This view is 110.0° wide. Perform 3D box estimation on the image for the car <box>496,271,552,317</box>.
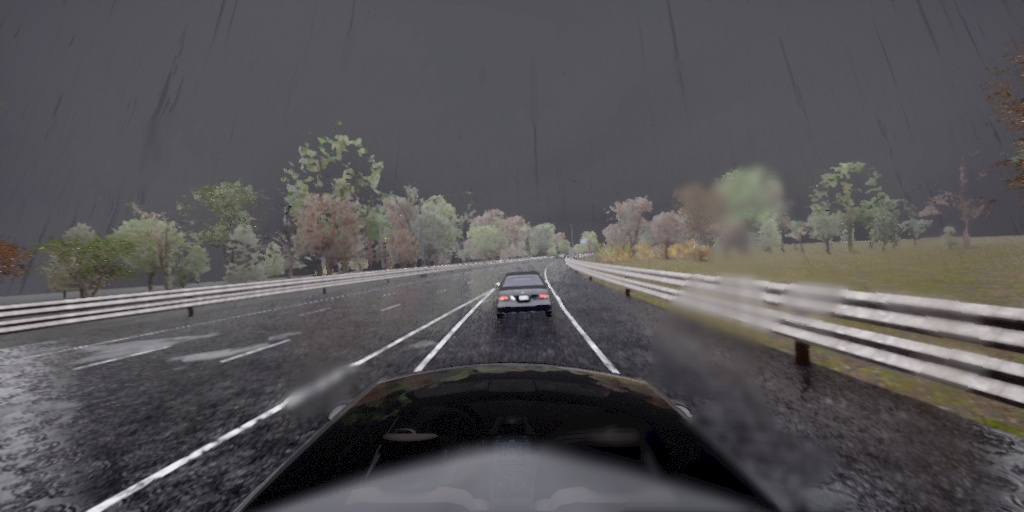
[{"bbox_3d":[0.393,1.266,13.064,2.033,1.411,5.357,-3,0,1],"label":"car"}]
